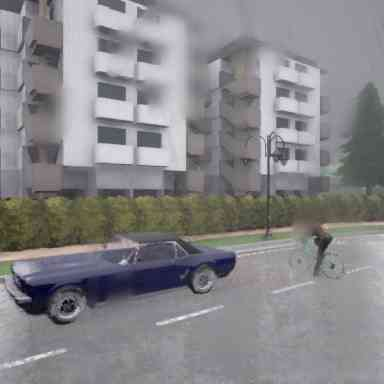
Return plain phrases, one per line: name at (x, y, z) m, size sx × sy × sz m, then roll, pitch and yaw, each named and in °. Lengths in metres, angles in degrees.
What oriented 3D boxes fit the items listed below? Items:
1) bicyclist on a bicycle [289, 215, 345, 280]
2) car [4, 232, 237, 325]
bicyclist on a bicycle at (3.263, 1.455, 8.862) m, size 0.582 × 1.620 × 1.656 m, roll 0°, pitch -2°, yaw -37°
car at (-1.353, 1.601, 7.232) m, size 4.718 × 1.301 × 1.895 m, roll 0°, pitch 0°, yaw -35°
